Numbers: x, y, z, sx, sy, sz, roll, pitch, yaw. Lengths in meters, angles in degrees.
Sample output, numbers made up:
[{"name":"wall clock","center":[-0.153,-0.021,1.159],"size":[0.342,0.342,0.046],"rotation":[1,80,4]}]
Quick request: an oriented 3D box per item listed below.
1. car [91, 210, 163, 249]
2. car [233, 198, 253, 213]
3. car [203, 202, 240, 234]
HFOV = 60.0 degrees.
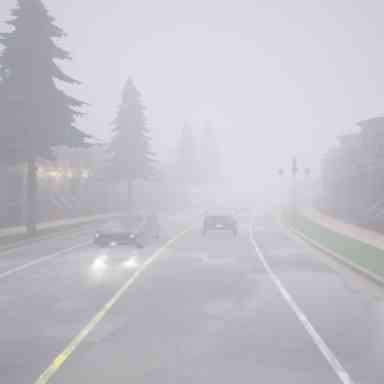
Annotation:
[{"name":"car","center":[-2.623,1.544,14.989],"size":[2.033,1.411,5.357],"rotation":[0,0,7]},{"name":"car","center":[5.817,1.628,37.954],"size":[1.895,1.301,4.718],"rotation":[0,0,16]},{"name":"car","center":[1.683,1.536,19.089],"size":[1.812,1.442,4.674],"rotation":[0,0,8]}]
